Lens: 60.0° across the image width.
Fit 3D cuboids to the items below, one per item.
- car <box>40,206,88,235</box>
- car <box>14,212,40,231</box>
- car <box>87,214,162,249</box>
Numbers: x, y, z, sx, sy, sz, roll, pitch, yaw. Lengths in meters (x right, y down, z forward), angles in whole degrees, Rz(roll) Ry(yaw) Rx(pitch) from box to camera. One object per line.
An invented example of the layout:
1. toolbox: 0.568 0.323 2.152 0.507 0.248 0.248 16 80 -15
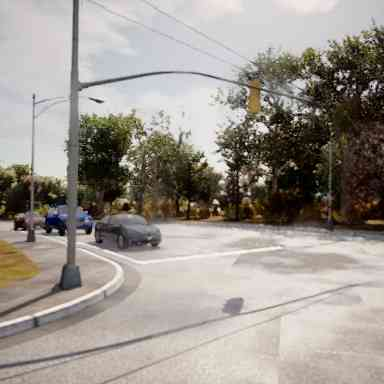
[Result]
1. car: -9.104 2.006 24.353 2.150 2.045 5.566 1 -4 -38
2. car: -15.582 2.759 32.157 2.097 1.767 4.553 1 -5 -42
3. car: -3.267 1.844 16.327 1.837 1.490 4.892 1 -3 -36
